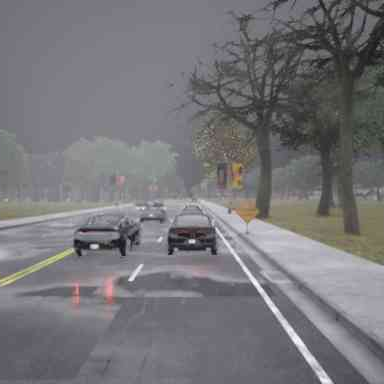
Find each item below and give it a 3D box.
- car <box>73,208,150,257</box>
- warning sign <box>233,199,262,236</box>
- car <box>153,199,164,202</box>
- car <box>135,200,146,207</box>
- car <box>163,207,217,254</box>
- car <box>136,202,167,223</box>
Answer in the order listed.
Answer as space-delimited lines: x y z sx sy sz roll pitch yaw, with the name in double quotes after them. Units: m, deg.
-3.227 1.628 13.519 2.128 1.511 4.902 0 0 1 "car"
2.851 1.288 17.170 1.300 1.860 1.060 0 -1 0 "warning sign"
-6.518 2.150 64.560 1.882 1.535 5.008 0 -1 1 "car"
-9.766 2.234 64.572 1.994 1.385 4.181 0 -1 1 "car"
0.032 1.620 14.260 1.882 1.535 5.008 0 0 1 "car"
-3.226 1.856 28.503 1.994 1.385 4.181 0 -1 1 "car"
